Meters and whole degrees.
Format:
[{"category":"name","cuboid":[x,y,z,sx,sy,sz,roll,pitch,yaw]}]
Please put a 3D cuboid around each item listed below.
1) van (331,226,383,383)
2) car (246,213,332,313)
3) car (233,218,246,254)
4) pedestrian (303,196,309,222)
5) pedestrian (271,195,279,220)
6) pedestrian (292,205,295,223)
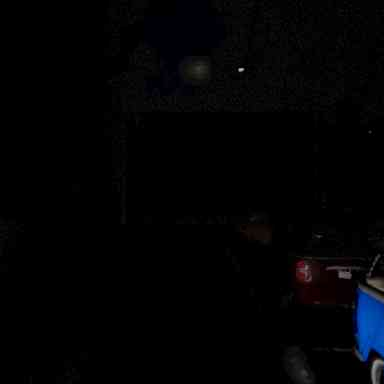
[{"category":"van","cuboid":[2.644,1.341,2.214,1.690,1.788,3.998,0,0,0]},{"category":"car","cuboid":[2.643,1.442,7.652,1.967,1.590,4.097,0,0,0]},{"category":"car","cuboid":[2.643,1.529,13.260,1.752,1.417,4.829,0,0,0]},{"category":"pedestrian","cuboid":[8.010,1.158,23.584,0.375,1.860,0.375,0,0,0]},{"category":"pedestrian","cuboid":[6.010,1.143,24.184,0.375,1.860,0.375,0,0,0]},{"category":"pedestrian","cuboid":[7.010,1.152,22.984,0.375,1.860,0.375,0,0,0]}]
